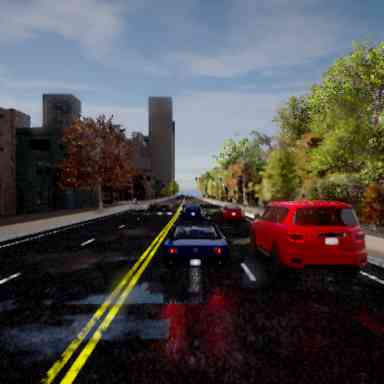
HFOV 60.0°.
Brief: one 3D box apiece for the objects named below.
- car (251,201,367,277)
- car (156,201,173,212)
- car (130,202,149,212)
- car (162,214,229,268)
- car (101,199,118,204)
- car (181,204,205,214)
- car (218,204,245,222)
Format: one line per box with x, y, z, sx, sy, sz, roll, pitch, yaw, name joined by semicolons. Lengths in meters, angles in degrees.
3.350;1.291;10.656;2.150;2.045;5.566;0;0;0;car
-3.418;1.837;42.467;1.994;1.385;4.181;0;0;-1;car
-6.666;1.875;42.562;1.895;1.301;4.718;0;0;-1;car
0.100;1.675;11.471;1.895;1.301;4.718;0;0;0;car
-20.696;2.355;82.967;4.313;1.339;1.947;-1;1;-1;car
0.099;1.749;28.755;1.994;1.385;4.181;0;0;0;car
3.348;1.749;28.698;1.994;1.385;4.181;0;0;0;car
